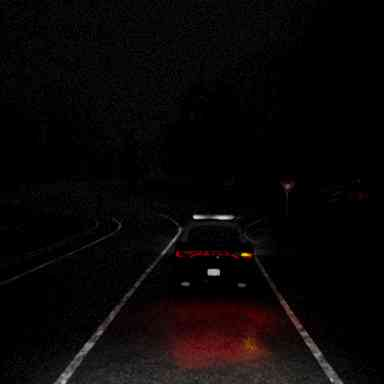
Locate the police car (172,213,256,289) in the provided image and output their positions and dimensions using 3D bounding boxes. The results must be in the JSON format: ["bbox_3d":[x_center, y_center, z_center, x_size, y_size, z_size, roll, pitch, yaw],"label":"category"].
[{"bbox_3d":[0.595,1.412,9.355,1.930,1.638,5.238,0,0,3],"label":"police car"}]

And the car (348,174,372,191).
[{"bbox_3d":[21.548,-1.357,42.700,2.150,2.045,5.566,1,5,10],"label":"car"}]
